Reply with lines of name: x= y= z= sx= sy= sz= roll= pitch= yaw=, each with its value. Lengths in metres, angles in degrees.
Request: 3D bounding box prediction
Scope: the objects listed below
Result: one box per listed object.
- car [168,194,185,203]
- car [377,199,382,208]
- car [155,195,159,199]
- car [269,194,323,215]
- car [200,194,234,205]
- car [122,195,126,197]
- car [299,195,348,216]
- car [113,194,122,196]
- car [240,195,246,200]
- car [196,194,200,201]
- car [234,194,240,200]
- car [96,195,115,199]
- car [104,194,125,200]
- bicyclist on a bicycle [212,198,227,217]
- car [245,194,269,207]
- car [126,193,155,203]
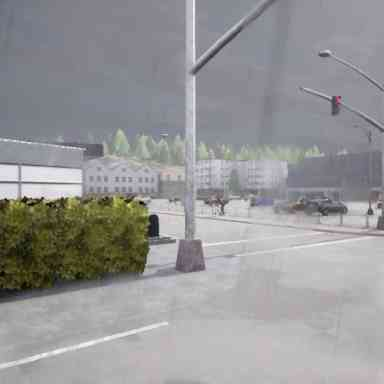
car: x=-2.453 y=1.097 z=65.414 sx=4.605 sy=1.855 sz=1.932 roll=0 pitch=0 yaw=-35
car: x=25.650 y=1.384 z=43.025 sx=3.806 sy=1.475 sz=1.970 roll=0 pitch=0 yaw=-35
car: x=-11.356 y=1.286 z=90.748 sx=5.008 sy=1.535 sz=1.882 roll=0 pitch=0 yaw=-35
car: x=10.258 y=1.330 z=32.465 sx=5.027 sy=1.636 sz=2.152 roll=0 pitch=0 yaw=-35
car: x=4.091 y=1.298 z=54.791 sx=4.514 sy=1.523 sz=2.007 roll=0 pitch=0 yaw=-35
car: x=-10.787 y=1.077 z=63.608 sx=3.866 sy=1.878 sz=1.905 roll=0 pitch=0 yaw=-35
car: x=12.095 y=1.340 z=29.923 sx=4.514 sy=1.523 sz=2.007 roll=0 pitch=0 yaw=-35
car: x=-17.813 y=1.286 z=82.010 sx=5.008 sy=1.535 sz=1.882 roll=0 pitch=0 yaw=-35
car: x=13.600 y=1.154 z=72.786 sx=5.027 sy=1.636 sz=2.152 roll=0 pitch=0 yaw=-35
car: x=1.786 y=1.298 z=76.835 sx=4.514 sy=1.523 sz=2.007 roll=0 pitch=0 yaw=-35
car: x=9.663 y=1.232 z=77.864 sx=3.806 sy=1.475 sz=1.970 roll=0 pitch=0 yaw=-35
car: x=-11.427 y=1.505 z=41.311 sx=1.837 sy=1.490 sz=4.892 roll=0 pitch=0 yaw=-35
car: x=-19.772 y=1.334 z=84.911 sx=4.902 sy=1.511 sz=2.128 roll=0 pitch=0 yaw=-35
bicyclist on a bicycle: x=2.337 y=1.301 z=27.998 sx=1.656 sy=1.620 sz=0.582 roll=0 pitch=0 yaw=-35
car: x=9.773 y=1.320 z=46.571 sx=3.633 sy=1.501 sz=1.845 roll=0 pitch=0 yaw=-35
car: x=-9.386 y=1.361 z=60.531 sx=3.806 sy=1.475 sz=1.970 roll=0 pitch=0 yaw=-35
